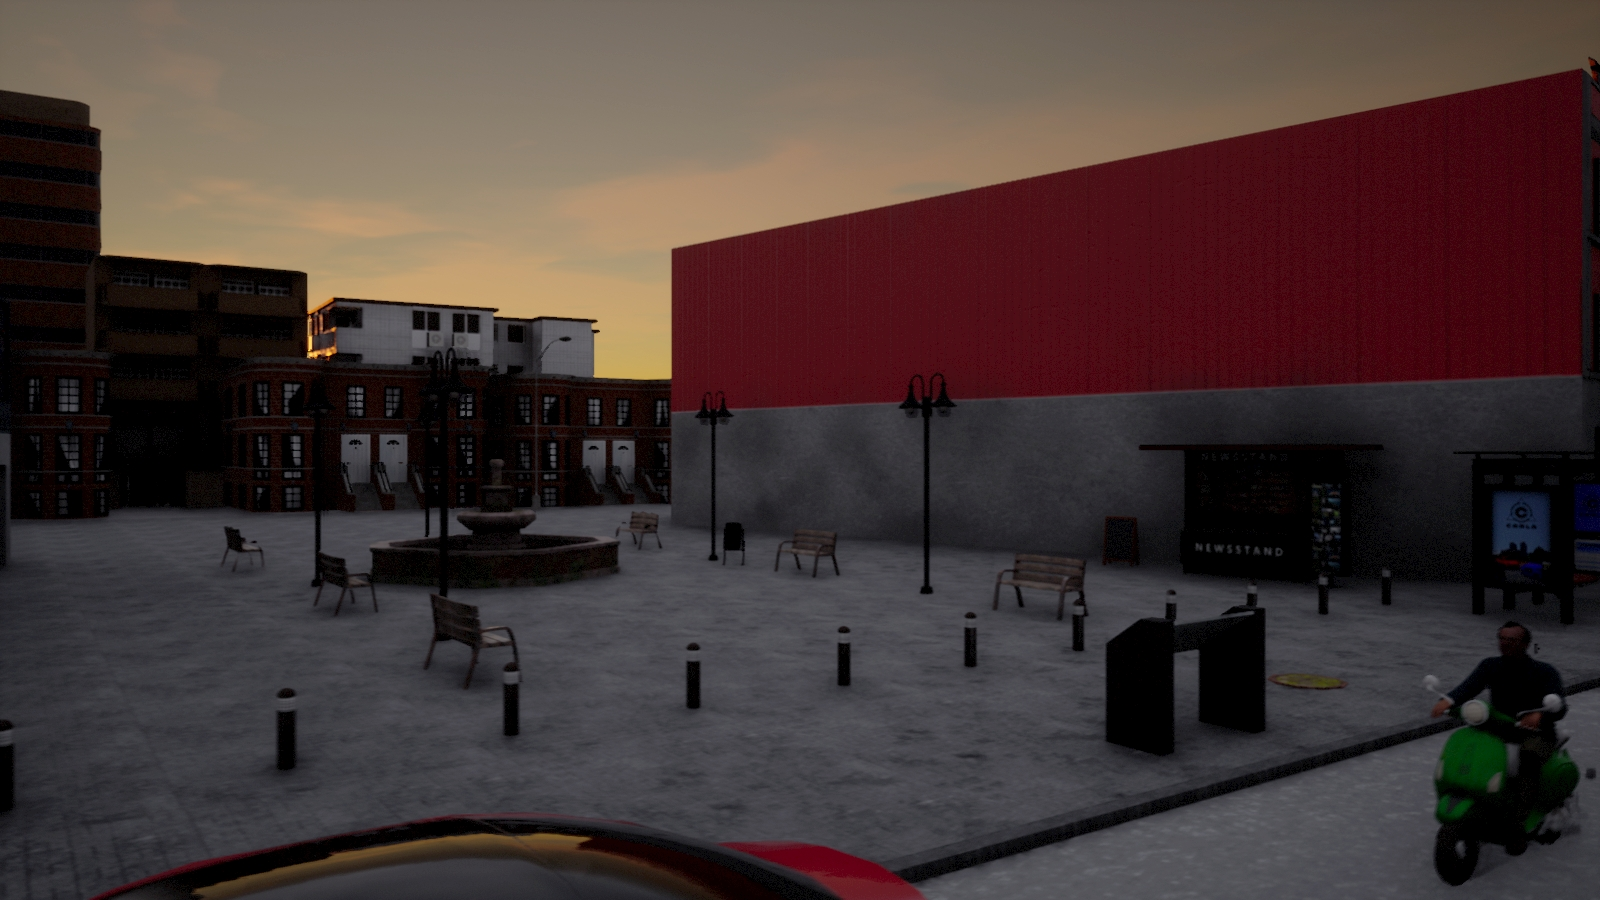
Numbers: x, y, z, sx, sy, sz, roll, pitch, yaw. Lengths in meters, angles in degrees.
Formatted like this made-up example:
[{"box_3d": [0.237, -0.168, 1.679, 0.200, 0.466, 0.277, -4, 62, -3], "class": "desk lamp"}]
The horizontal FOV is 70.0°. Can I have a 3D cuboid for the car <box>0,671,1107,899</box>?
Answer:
[{"box_3d": [-1.626, 1.839, 3.269, 4.892, 1.480, 2.231, 0, 0, -35], "class": "car"}]
